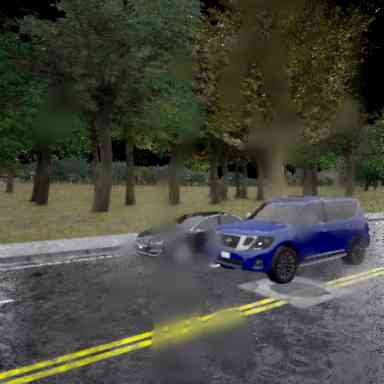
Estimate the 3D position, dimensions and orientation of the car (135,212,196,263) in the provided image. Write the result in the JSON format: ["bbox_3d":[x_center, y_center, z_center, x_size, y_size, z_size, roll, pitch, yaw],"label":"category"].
[{"bbox_3d":[0.353,1.481,11.920,4.892,1.490,1.837,0,0,-35],"label":"car"}]

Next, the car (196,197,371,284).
[{"bbox_3d":[3.081,1.192,9.875,5.566,2.045,2.150,0,0,-35],"label":"car"}]
